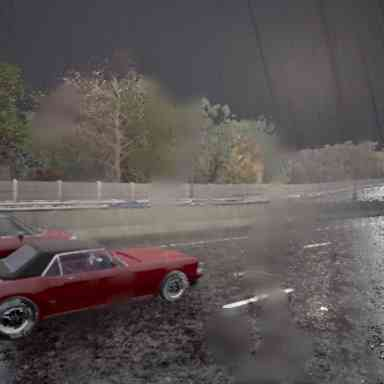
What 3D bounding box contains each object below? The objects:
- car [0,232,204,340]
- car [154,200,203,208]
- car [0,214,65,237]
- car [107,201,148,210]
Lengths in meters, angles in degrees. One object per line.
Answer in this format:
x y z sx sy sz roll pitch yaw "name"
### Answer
-2.097 1.601 6.551 4.718 1.301 1.895 0 0 -35 "car"
-1.285 1.551 33.075 5.357 1.411 2.033 0 0 -35 "car"
-5.105 1.353 8.704 4.553 1.767 2.097 0 0 -35 "car"
-6.473 1.567 33.717 4.181 1.385 1.994 0 0 -35 "car"
